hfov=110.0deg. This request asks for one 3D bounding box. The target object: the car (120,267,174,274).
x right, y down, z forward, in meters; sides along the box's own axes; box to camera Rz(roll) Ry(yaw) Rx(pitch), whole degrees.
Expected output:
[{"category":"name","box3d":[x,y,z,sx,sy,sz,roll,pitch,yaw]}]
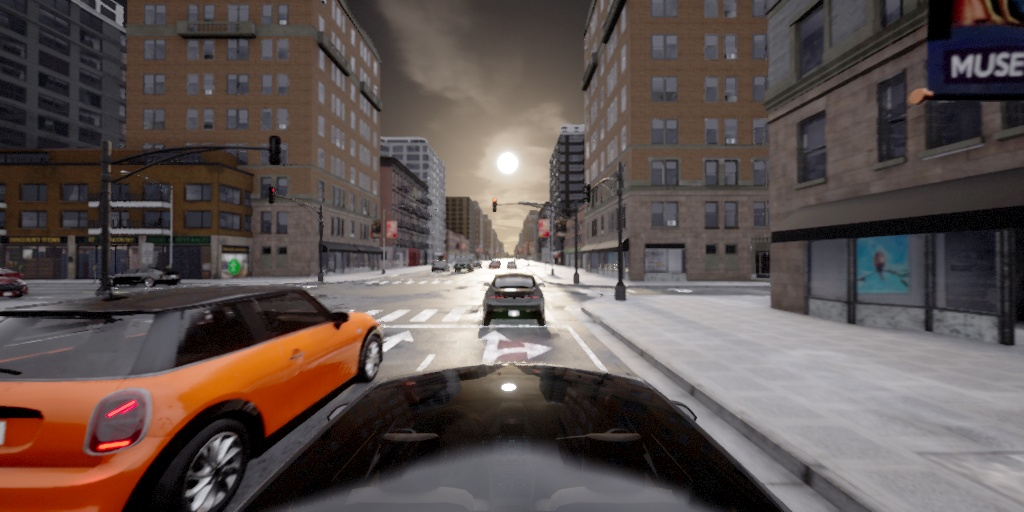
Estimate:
[{"category":"car","box3d":[-25.386,1.439,24.706,4.313,1.339,1.948,0,0,0]}]

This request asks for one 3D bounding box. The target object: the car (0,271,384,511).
[{"category":"car","box3d":[-3.243,1.115,4.322,2.097,1.767,4.553,0,0,0]}]

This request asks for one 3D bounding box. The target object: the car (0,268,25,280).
[{"category":"car","box3d":[-25.424,1.244,16.681,4.097,1.591,1.967,0,0,0]}]

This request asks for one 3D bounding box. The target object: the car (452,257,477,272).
[{"category":"car","box3d":[-6.607,1.191,49.809,2.150,2.045,5.566,0,0,-1]}]

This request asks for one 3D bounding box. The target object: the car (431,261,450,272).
[{"category":"car","box3d":[-9.849,1.473,49.528,1.837,1.490,4.892,0,0,0]}]

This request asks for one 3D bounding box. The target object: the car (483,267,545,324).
[{"category":"car","box3d":[0.067,1.304,12.101,1.837,1.490,4.892,0,0,0]}]
